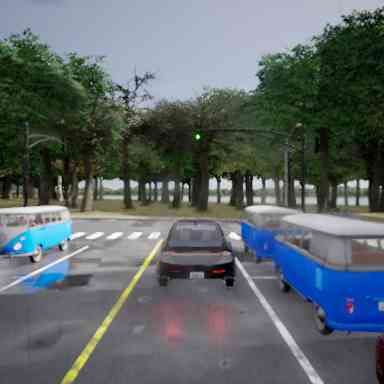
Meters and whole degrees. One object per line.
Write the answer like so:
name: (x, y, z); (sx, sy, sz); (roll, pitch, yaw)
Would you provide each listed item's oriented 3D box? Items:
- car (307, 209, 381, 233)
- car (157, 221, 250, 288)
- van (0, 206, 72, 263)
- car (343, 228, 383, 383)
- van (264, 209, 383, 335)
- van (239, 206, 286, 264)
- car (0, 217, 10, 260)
car: (10.284, 1.969, 22.742); (4.181, 1.385, 1.994); (1, -1, -1)
car: (0.106, 1.562, 9.472); (2.128, 1.511, 4.902); (0, 0, 0)
van: (-5.754, 1.429, 11.991); (1.690, 1.788, 3.998); (0, 0, 0)
car: (2.761, 1.324, 1.108); (2.192, 1.841, 5.009); (0, 0, 0)
van: (2.766, 1.390, 6.545); (1.690, 1.788, 3.998); (0, 0, 0)
van: (2.771, 1.429, 11.983); (1.690, 1.788, 3.998); (0, 0, 0)
car: (-5.759, 1.488, 6.552); (1.967, 1.590, 4.097); (0, 0, 0)
